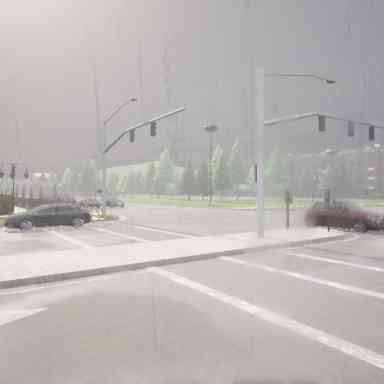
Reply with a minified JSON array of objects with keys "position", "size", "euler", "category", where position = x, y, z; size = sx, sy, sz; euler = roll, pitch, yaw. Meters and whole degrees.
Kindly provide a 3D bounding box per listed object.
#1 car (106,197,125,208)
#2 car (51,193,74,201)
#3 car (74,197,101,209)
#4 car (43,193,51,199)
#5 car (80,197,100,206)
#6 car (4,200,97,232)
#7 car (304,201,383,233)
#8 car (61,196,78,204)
[{"position":[-11.342,1.491,47.647],"size":[2.128,1.511,4.902],"euler":[0,0,-36],"category":"car"},{"position":[-21.204,1.224,55.299],"size":[2.150,2.045,5.566],"euler":[0,0,-35],"category":"car"},{"position":[-14.149,1.601,45.552],"size":[1.895,1.301,4.718],"euler":[0,0,-36],"category":"car"},{"position":[-28.514,1.216,65.484],"size":[2.150,2.045,5.566],"euler":[0,0,-36],"category":"car"},{"position":[-17.101,1.564,55.592],"size":[1.994,1.385,4.181],"euler":[0,0,-36],"category":"car"},{"position":[-8.672,1.505,20.343],"size":[4.892,1.490,1.837],"euler":[0,1,-36],"category":"car"},{"position":[9.035,1.352,19.609],"size":[2.097,1.767,4.553],"euler":[0,0,-36],"category":"car"},{"position":[-24.073,1.563,65.328],"size":[1.994,1.385,4.181],"euler":[0,0,-36],"category":"car"}]
